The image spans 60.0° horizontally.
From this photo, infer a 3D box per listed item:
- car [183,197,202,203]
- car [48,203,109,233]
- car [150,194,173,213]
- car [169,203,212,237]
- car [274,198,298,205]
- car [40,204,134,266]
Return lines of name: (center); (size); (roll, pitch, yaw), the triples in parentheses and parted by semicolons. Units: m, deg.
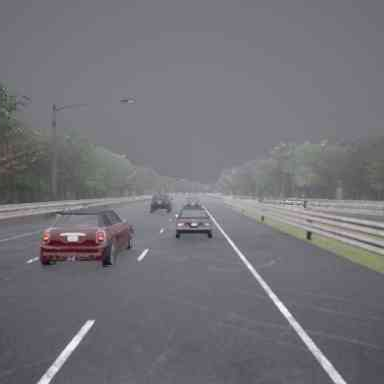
car: (0.088, 1.382, 38.014); (2.097, 1.767, 4.553); (0, 0, 0)
car: (-6.908, 1.504, 20.838); (2.128, 1.511, 4.902); (0, 0, 0)
car: (-3.419, 1.251, 37.912); (2.150, 2.045, 5.566); (0, 0, 0)
car: (0.092, 1.558, 17.948); (2.033, 1.411, 5.357); (0, 0, 0)
car: (13.838, 1.662, 49.499); (1.837, 1.490, 4.892); (0, 0, -15)
car: (-3.404, 1.357, 11.653); (2.097, 1.767, 4.553); (0, 0, 0)
